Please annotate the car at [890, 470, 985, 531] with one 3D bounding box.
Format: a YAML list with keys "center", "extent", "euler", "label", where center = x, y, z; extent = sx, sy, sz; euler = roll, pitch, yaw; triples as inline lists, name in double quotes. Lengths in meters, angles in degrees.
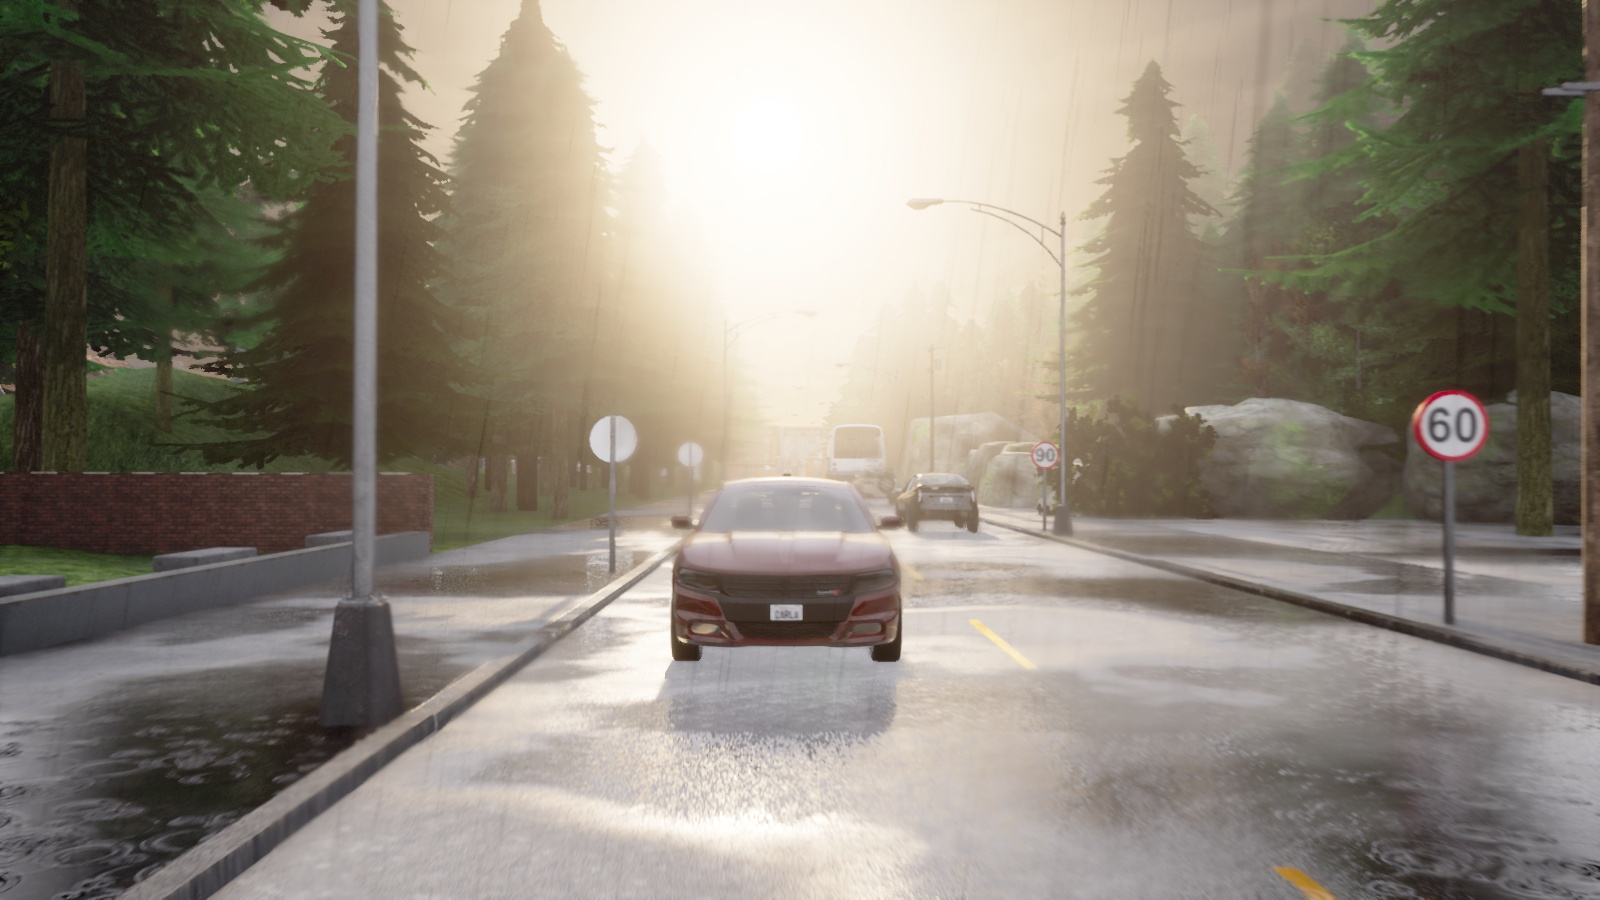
- center: [3.624, 1.312, 33.941]
  extent: [2.007, 1.525, 4.514]
  euler: [0, -1, -1]
  label: "car"

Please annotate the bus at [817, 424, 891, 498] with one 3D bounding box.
- center: [3.184, 0.720, 77.513]
  extent: [3.944, 4.253, 10.273]
  euler: [0, -1, -1]
  label: "bus"

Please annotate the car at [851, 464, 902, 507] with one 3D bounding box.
- center: [3.398, 1.562, 56.500]
  extent: [1.932, 1.855, 4.605]
  euler: [0, -1, -1]
  label: "car"

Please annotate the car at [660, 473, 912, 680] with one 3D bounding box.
- center: [-0.132, 0.993, 11.939]
  extent: [1.882, 1.535, 5.008]
  euler: [0, -1, -1]
  label: "car"
